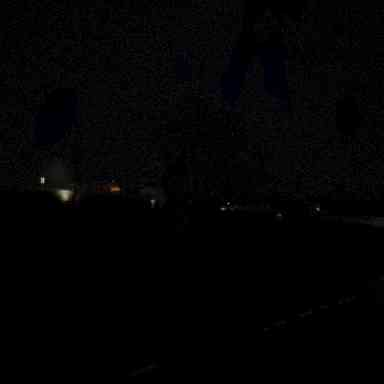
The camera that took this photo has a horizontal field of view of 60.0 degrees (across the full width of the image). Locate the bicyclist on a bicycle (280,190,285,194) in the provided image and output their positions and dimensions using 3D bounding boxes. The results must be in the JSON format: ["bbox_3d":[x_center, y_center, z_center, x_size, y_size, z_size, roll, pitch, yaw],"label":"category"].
[{"bbox_3d":[9.199,0.665,33.841,1.656,1.620,0.582,0,2,-35],"label":"bicyclist on a bicycle"}]

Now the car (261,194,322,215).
[{"bbox_3d":[7.614,0.899,25.747,2.128,1.511,4.902,0,2,-35],"label":"car"}]

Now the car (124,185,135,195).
[{"bbox_3d":[-9.499,-0.450,54.879,2.097,1.767,4.553,0,2,-36],"label":"car"}]

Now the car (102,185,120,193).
[{"bbox_3d":[-15.413,-0.662,63.177,1.882,1.535,5.008,0,2,-36],"label":"car"}]

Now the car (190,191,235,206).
[{"bbox_3d":[1.940,0.592,33.721,2.033,1.411,5.357,0,2,-35],"label":"car"}]

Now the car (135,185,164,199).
[{"bbox_3d":[-5.413,0.113,44.071,1.812,1.442,4.674,0,2,-35],"label":"car"}]
